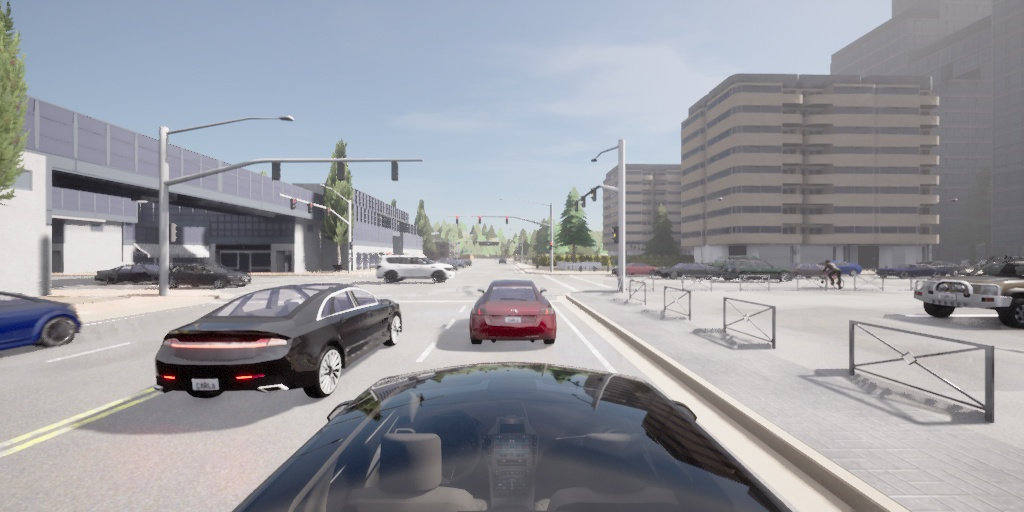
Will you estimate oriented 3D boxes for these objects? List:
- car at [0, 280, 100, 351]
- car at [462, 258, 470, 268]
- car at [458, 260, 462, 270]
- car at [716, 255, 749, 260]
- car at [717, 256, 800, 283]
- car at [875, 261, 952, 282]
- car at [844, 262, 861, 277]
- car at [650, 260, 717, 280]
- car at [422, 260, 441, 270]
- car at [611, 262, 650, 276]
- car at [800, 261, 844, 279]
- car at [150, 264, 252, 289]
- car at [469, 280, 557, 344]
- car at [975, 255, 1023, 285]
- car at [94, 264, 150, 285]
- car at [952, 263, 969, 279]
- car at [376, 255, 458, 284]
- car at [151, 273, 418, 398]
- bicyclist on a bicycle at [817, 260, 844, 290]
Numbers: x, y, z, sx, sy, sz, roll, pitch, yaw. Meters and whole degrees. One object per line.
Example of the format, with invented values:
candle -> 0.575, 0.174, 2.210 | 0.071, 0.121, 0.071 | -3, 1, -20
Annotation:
car -> -10.771, 1.312, 6.399 | 1.994, 1.385, 4.181 | 0, 0, -2
car -> -8.621, 1.281, 59.155 | 2.033, 1.411, 5.357 | 0, 0, -1
car -> -8.358, 1.300, 48.858 | 1.994, 1.385, 4.181 | 0, 0, -2
car -> 21.093, 0.962, 34.774 | 5.566, 2.045, 2.150 | 0, 0, -2
car -> 18.781, 1.094, 27.496 | 4.553, 1.767, 2.097 | 0, 0, -2
car -> 35.172, 1.342, 31.675 | 4.718, 1.301, 1.895 | 0, 0, -2
car -> 31.118, 1.218, 35.064 | 5.008, 1.535, 1.882 | 0, 0, -2
car -> 15.239, 1.289, 31.097 | 5.357, 1.411, 2.033 | 0, 0, -2
car -> -11.996, 1.336, 53.988 | 1.895, 1.301, 4.718 | 0, 0, -1
car -> 11.749, 1.304, 34.495 | 4.181, 1.385, 1.994 | 0, 0, -2
car -> 25.309, 1.289, 31.395 | 5.357, 1.411, 2.033 | 0, 0, -2
car -> -18.813, 1.249, 22.132 | 4.892, 1.490, 1.837 | 0, 0, 0
car -> 0.012, 1.312, 9.544 | 1.994, 1.385, 4.181 | 0, 0, 0
car -> 40.642, 0.963, 28.154 | 5.566, 2.045, 2.150 | 0, 0, -2
car -> -26.186, 1.290, 25.512 | 5.357, 1.411, 2.033 | 0, 0, -1
car -> 41.234, 1.245, 35.326 | 4.892, 1.490, 1.837 | 0, 0, -1
car -> -7.045, 0.963, 26.312 | 5.566, 2.045, 2.150 | 0, 0, -4
car -> -3.473, 1.240, 6.486 | 2.128, 1.511, 4.902 | 0, 0, 0
bicyclist on a bicycle -> 17.929, 1.047, 20.188 | 0.582, 1.620, 1.656 | 0, 0, -2
